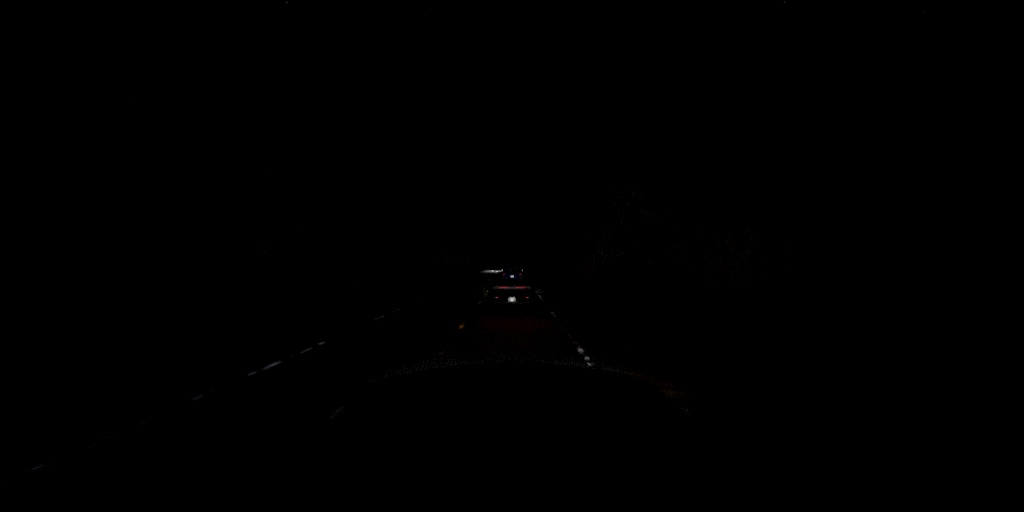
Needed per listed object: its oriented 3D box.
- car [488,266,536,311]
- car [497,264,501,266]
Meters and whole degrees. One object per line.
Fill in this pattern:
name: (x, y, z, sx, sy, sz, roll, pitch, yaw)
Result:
car: (0.015, 1.382, 15.379, 2.128, 1.511, 4.902, 0, 0, 0)
car: (0.015, 1.603, 30.400, 1.994, 1.385, 4.181, 0, 0, 0)
